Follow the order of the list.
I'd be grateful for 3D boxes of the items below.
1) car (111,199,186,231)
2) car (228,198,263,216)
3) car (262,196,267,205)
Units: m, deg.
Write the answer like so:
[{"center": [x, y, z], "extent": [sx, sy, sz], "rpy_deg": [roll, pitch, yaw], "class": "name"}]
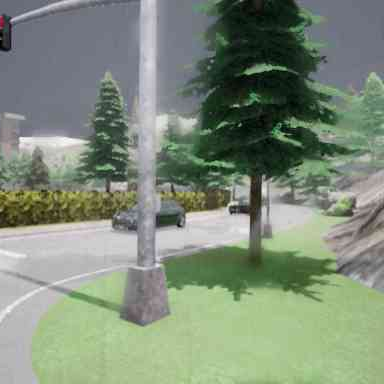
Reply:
[{"center": [-2.302, 1.192, 18.558], "extent": [2.097, 1.767, 4.553], "rpy_deg": [1, 1, 34], "class": "car"}, {"center": [4.846, 1.427, 30.431], "extent": [1.895, 1.301, 4.718], "rpy_deg": [1, 1, 24], "class": "car"}, {"center": [9.936, 1.309, 48.176], "extent": [1.837, 1.490, 4.892], "rpy_deg": [1, 0, 4], "class": "car"}]
